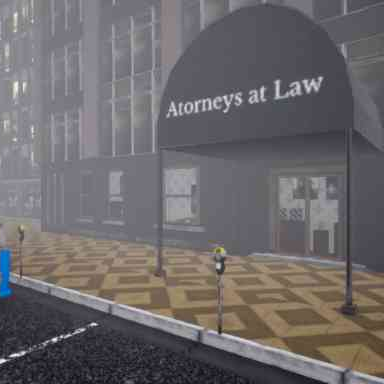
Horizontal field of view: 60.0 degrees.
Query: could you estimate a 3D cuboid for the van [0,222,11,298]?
[{"bbox_3d":[-5.308,1.341,6.687,3.998,1.788,1.690,0,0,36],"label":"van"}]
